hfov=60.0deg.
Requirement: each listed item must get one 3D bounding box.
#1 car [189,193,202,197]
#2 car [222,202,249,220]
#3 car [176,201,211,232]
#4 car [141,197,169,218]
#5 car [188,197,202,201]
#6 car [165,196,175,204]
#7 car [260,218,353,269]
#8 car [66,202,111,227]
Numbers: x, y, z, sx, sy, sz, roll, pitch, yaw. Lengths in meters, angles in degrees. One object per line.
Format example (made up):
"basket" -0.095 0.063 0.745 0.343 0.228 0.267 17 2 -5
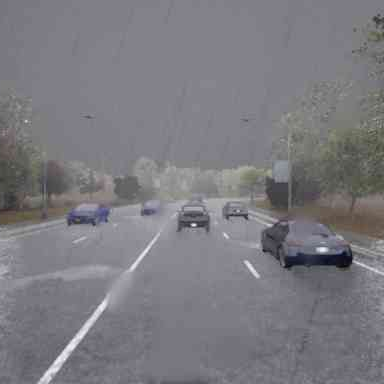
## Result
"car" 0.741 1.220 72.666 2.150 2.045 5.566 0 0 12
"car" 3.651 1.548 28.567 2.033 1.411 5.357 0 0 1
"car" 0.100 1.505 20.139 1.837 1.490 4.892 0 0 0
"car" -3.494 1.478 30.727 1.882 1.535 5.008 0 0 1
"car" 0.391 1.565 38.174 1.994 1.385 4.181 0 0 2
"car" -4.560 1.518 63.507 1.837 1.490 4.892 0 0 9
"car" 3.595 1.564 11.181 1.994 1.385 4.181 0 0 0
"car" -7.076 1.477 23.184 1.882 1.535 5.008 0 0 0
